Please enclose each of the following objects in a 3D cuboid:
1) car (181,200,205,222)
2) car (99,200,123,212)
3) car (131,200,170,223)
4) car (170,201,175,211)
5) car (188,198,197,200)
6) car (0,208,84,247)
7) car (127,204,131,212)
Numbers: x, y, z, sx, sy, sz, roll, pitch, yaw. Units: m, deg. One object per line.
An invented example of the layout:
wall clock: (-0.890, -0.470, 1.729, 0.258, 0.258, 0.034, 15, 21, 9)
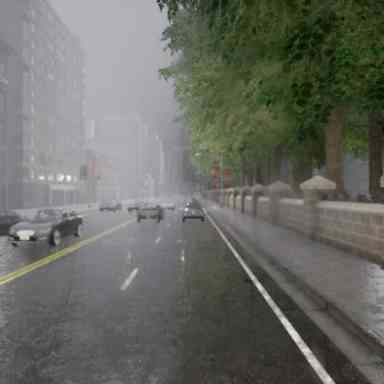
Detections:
car: (0.094, 1.647, 27.702, 2.033, 1.411, 5.357, 0, 0, 0)
car: (-9.763, 1.687, 40.507, 2.033, 1.411, 5.357, 0, 0, 0)
car: (-3.228, 1.588, 26.834, 2.128, 1.511, 4.902, 0, 0, 1)
car: (-3.183, 1.751, 43.571, 1.895, 1.301, 4.718, 0, 0, 0)
car: (0.088, 1.666, 46.236, 1.837, 1.490, 4.892, 0, 0, 0)
car: (-6.573, 1.547, 15.535, 2.128, 1.511, 4.902, 0, 0, 0)
car: (-6.512, 1.687, 40.505, 2.033, 1.411, 5.357, 0, 0, 0)
